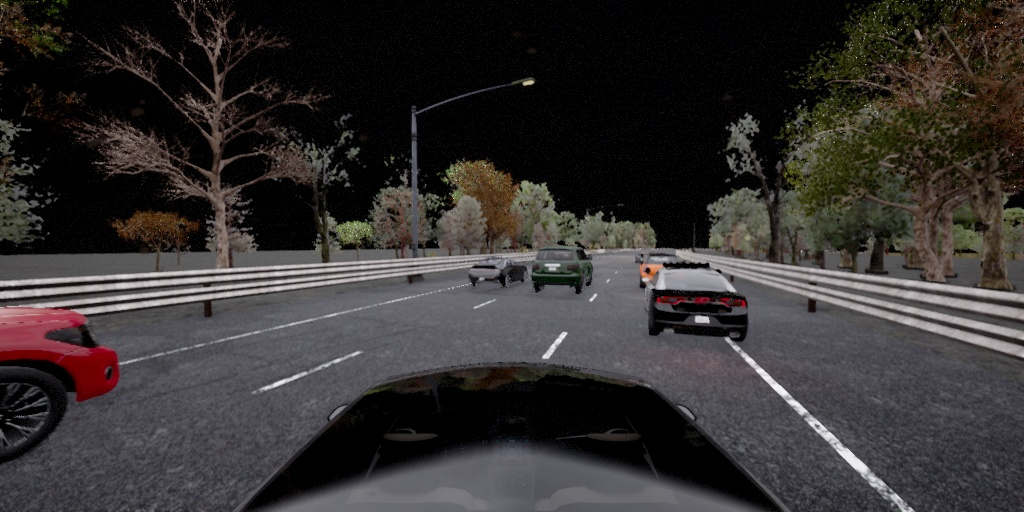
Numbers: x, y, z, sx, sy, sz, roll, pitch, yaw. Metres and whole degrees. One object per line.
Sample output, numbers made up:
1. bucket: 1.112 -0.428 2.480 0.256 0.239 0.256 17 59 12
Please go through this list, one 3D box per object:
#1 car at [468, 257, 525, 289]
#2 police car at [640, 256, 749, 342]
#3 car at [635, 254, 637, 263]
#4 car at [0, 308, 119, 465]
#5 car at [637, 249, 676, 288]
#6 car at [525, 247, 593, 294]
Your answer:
1. car: -0.593 0.798 18.880 2.128 1.511 4.902 0 2 19
2. police car: 4.532 0.969 9.425 1.930 1.638 5.238 0 2 19
3. car: 16.678 0.107 45.418 2.128 1.511 4.902 1 1 22
4. car: -6.307 0.973 1.971 2.150 2.045 5.566 0 2 18
5. car: 7.721 0.655 18.618 2.097 1.767 4.553 0 2 19
6. car: 2.563 0.564 17.313 2.150 2.045 5.566 0 2 19
